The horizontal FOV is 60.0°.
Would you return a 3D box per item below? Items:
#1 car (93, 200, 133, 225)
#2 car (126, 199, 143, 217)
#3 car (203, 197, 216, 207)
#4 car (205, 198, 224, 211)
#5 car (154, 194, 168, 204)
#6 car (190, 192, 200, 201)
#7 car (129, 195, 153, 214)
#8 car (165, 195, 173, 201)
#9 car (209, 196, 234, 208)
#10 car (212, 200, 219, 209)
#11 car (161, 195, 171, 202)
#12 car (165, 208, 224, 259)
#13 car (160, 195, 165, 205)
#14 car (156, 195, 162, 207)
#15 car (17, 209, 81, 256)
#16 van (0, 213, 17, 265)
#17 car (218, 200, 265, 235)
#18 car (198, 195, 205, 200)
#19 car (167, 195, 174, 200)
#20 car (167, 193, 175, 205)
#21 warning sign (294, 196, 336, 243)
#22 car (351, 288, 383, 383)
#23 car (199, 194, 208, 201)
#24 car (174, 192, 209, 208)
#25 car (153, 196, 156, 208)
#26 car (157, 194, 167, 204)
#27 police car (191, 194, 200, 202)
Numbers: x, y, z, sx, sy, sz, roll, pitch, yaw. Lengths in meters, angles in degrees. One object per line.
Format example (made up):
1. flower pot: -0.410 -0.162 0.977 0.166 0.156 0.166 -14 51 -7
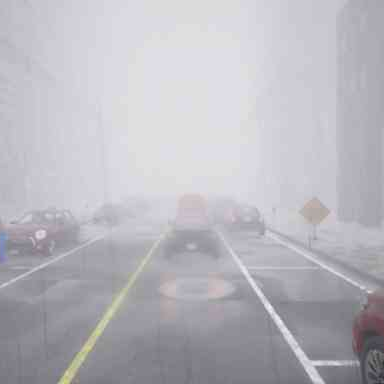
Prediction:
1. car: -5.789 1.538 24.000 1.947 1.339 4.313 0 0 0
2. car: -5.796 1.548 29.602 1.802 1.307 4.206 0 0 0
3. car: 2.702 1.488 52.025 1.887 1.381 4.507 0 0 0
4. car: 2.716 1.506 40.820 2.008 1.369 4.403 0 0 0
5. car: -5.836 1.246 63.212 2.192 1.841 5.009 0 0 0
6. car: 0.718 1.136 83.735 2.150 2.045 5.566 0 0 -1
7. car: -5.802 1.275 35.203 2.192 1.841 5.009 0 0 0
8. car: -5.865 1.492 85.619 1.802 1.307 4.206 0 0 0
9. car: 2.731 1.282 29.616 2.192 1.841 5.009 0 0 0
10. car: 2.737 1.539 24.014 1.947 1.339 4.313 0 0 0
11. car: -5.851 1.465 74.416 1.887 1.381 4.507 0 0 0
12. car: 0.026 1.512 12.429 1.812 1.442 4.674 0 -1 1
13. car: -5.823 1.508 52.009 1.947 1.339 4.313 0 0 0
14. car: -5.816 1.499 46.407 2.008 1.369 4.403 0 0 0
15. car: -5.774 1.425 12.797 1.967 1.590 4.097 0 0 0
16. van: -5.767 1.332 7.195 1.690 1.788 3.998 0 0 0
17. car: 2.744 1.419 18.412 1.967 1.590 4.097 0 0 0
18. car: 2.653 1.431 91.410 1.752 1.417 4.829 0 0 0
19. car: -5.872 1.430 91.051 1.752 1.417 4.829 0 0 0
20. car: -3.128 1.414 57.986 1.882 1.535 5.008 0 0 0
21. warning sign: 5.047 1.100 13.722 1.300 1.860 1.060 0 0 0
22. car: 2.765 1.313 1.605 2.192 1.841 5.009 0 0 0
23. car: 2.668 1.356 80.035 1.967 1.590 4.097 0 0 0
24. car: -0.001 1.193 26.757 2.150 2.045 5.566 0 0 0
25. car: -5.809 1.480 40.636 1.752 1.417 4.829 0 0 0
26. car: -5.830 1.377 57.611 1.967 1.590 4.097 0 0 0
27. police car: 0.809 1.346 73.823 1.930 1.638 5.238 0 0 0
